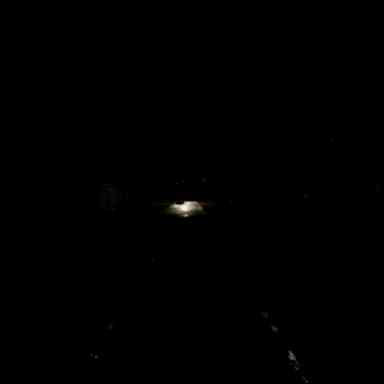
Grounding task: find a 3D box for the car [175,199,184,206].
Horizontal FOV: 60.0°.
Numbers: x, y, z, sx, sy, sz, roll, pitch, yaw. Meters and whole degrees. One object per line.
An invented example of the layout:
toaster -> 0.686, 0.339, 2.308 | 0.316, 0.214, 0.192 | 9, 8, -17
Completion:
car -> -2.750, 2.247, 75.310 | 1.882, 1.535, 5.008 | 0, -1, 0
